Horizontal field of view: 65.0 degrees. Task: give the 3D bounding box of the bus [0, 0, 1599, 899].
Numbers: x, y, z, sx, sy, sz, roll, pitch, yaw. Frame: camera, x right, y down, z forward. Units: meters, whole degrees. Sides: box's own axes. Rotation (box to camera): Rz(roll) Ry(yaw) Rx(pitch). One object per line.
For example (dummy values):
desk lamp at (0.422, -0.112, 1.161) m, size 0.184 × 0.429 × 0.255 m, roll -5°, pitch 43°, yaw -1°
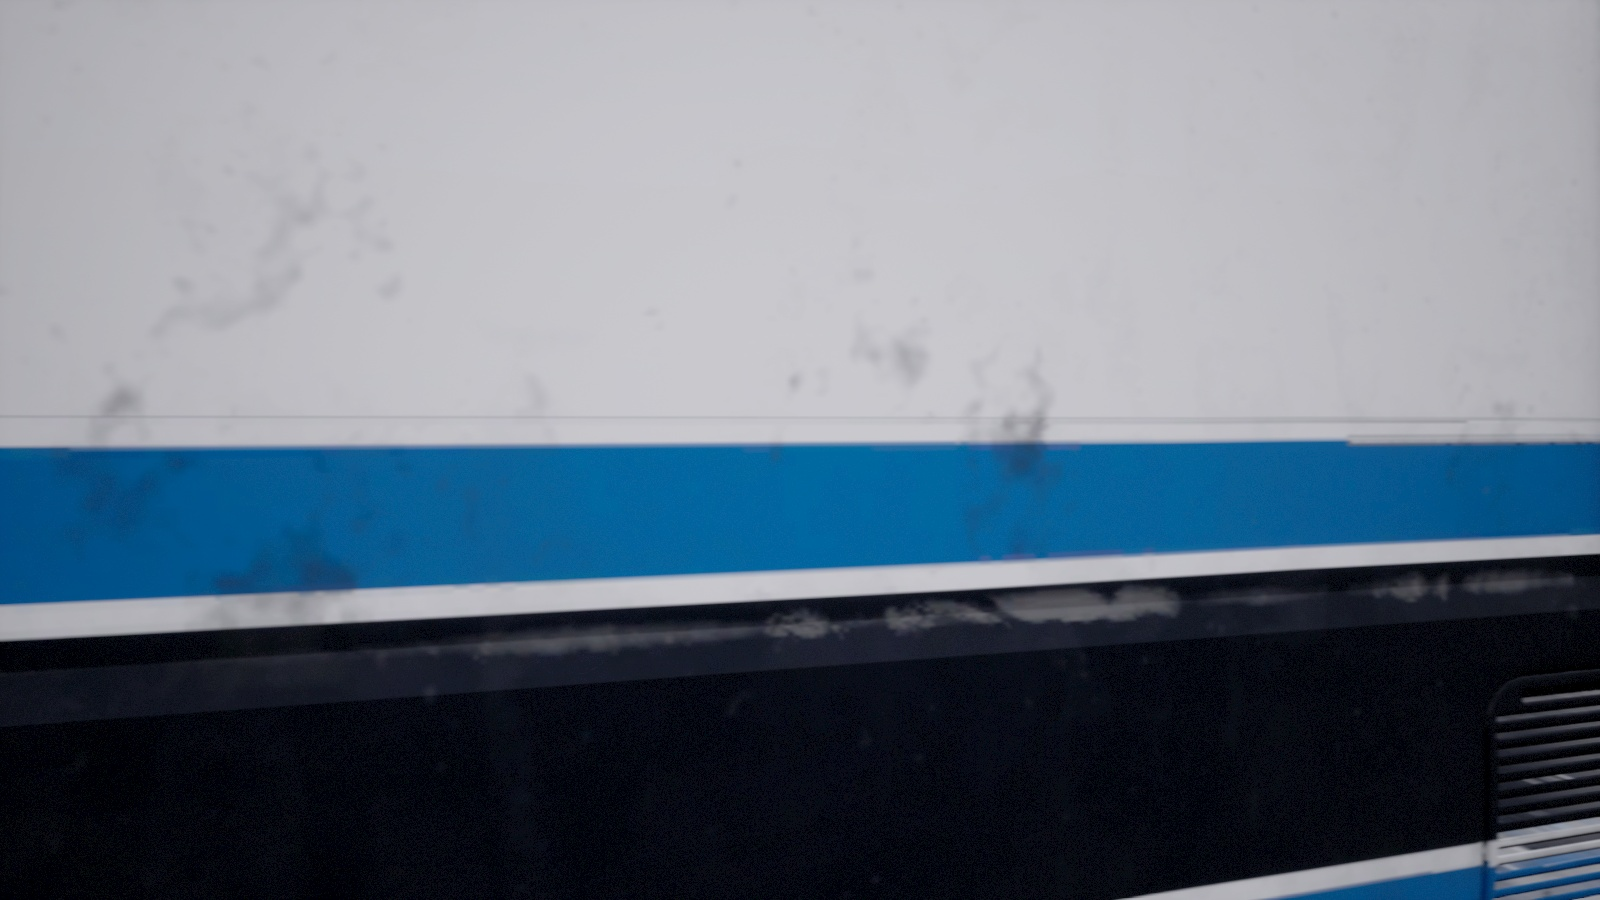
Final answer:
bus at (0.404, -0.629, 3.377) m, size 10.273 × 4.253 × 3.944 m, roll -2°, pitch 1°, yaw -21°
